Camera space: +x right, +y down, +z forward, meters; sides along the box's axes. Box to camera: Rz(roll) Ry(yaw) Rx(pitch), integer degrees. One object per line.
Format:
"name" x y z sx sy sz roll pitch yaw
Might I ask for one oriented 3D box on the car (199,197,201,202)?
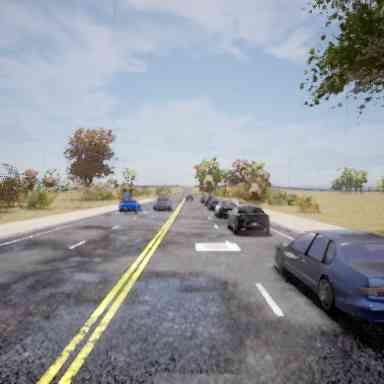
"car" 2.863 1.513 63.550 2.163 1.488 4.792 0 0 -1

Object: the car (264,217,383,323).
"car" 3.342 1.554 7.524 2.033 1.411 5.357 0 0 -1

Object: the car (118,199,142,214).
"car" -6.735 1.497 36.491 1.882 1.535 5.008 0 0 0

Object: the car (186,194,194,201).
"car" -0.569 1.394 83.476 1.812 1.442 4.674 0 0 -1

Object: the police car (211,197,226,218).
"police car" 3.150 1.523 30.506 2.038 1.542 4.974 0 0 0

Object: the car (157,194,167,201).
"car" -7.023 1.278 78.126 1.837 1.490 4.892 0 0 -1

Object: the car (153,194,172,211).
"car" -3.509 1.371 40.370 2.097 1.767 4.553 0 0 0

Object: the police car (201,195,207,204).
"police car" 2.965 1.440 52.630 1.930 1.638 5.238 0 0 -1

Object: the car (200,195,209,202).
"car" 2.761 1.504 74.520 1.837 1.490 4.892 0 0 -1

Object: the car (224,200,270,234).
"car" 3.207 1.492 19.494 1.882 1.535 5.008 0 0 0

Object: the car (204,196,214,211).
"car" 3.067 1.521 41.546 2.163 1.488 4.792 0 0 0
